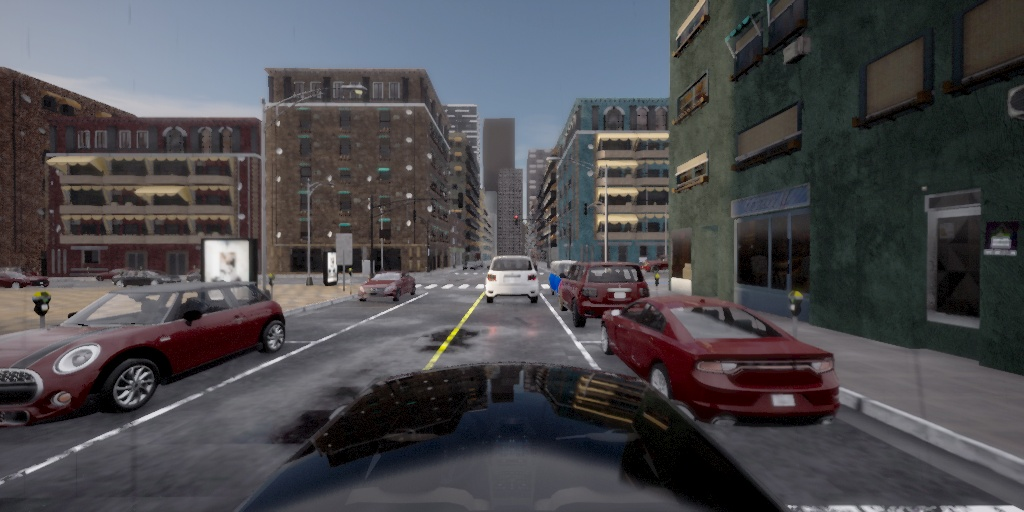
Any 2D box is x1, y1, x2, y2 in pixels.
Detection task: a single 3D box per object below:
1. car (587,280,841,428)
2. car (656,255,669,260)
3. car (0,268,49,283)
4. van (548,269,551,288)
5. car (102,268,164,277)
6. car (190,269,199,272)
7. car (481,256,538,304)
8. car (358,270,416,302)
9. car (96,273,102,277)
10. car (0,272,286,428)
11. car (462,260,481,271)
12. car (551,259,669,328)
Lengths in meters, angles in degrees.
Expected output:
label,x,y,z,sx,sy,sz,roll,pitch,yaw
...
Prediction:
label,x,y,z,sx,sy,sz,roll,pitch,yaw
car,2.689,1.293,5.774,1.888,1.381,4.507,0,0,0
car,15.772,0.780,36.384,5.009,1.841,2.192,0,0,0
car,-38.392,1.863,27.531,4.507,1.381,1.888,0,0,0
van,2.689,1.088,16.830,1.690,1.789,3.998,0,0,0
car,-27.963,1.716,27.560,4.403,1.370,2.007,0,0,0
car,-22.394,1.635,27.600,4.403,1.370,2.007,0,0,0
car,0.000,1.006,16.530,2.150,2.045,5.566,0,0,0
car,-5.692,1.329,16.831,1.802,1.307,4.207,0,0,0
car,-39.164,1.845,36.069,4.207,1.307,1.802,0,0,0
car,-5.692,1.187,5.776,1.967,1.591,4.097,0,0,0
car,-5.692,1.318,49.236,1.948,1.339,4.313,0,0,0
car,2.689,1.062,11.303,2.192,1.841,5.009,0,0,0
